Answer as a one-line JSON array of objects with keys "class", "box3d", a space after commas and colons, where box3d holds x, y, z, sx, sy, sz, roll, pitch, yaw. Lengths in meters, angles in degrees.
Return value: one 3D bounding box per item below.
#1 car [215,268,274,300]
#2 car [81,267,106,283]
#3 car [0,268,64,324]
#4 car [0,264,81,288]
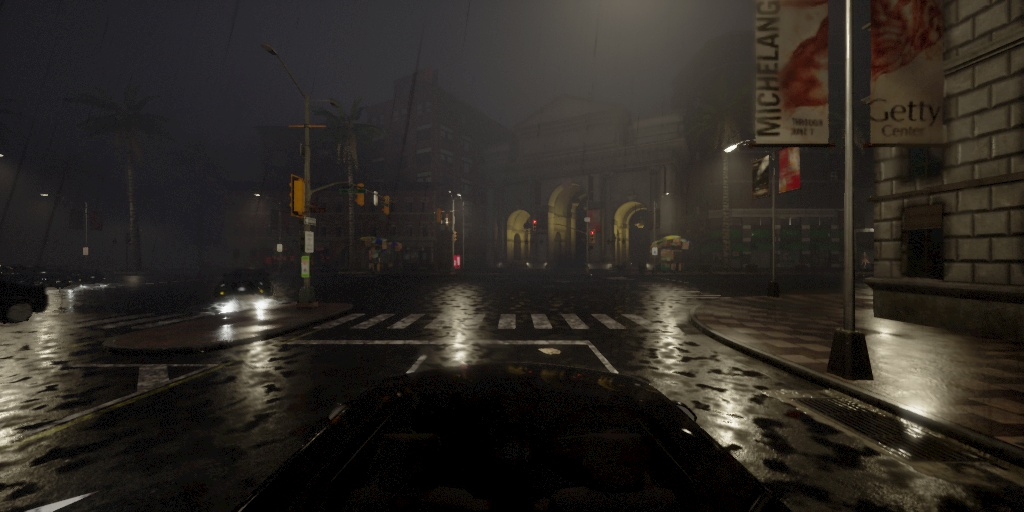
[{"class": "car", "box3d": [-13.046, 1.314, 17.761, 1.994, 1.385, 4.181, 0, 0, -30]}, {"class": "car", "box3d": [-31.361, 1.314, 25.132, 4.181, 1.385, 1.994, 0, 0, 1]}, {"class": "car", "box3d": [-15.196, 1.228, 8.979, 1.882, 1.535, 5.008, 1, 0, -7]}, {"class": "car", "box3d": [-29.450, 1.254, 21.490, 4.892, 1.490, 1.837, 0, 0, 3]}]
